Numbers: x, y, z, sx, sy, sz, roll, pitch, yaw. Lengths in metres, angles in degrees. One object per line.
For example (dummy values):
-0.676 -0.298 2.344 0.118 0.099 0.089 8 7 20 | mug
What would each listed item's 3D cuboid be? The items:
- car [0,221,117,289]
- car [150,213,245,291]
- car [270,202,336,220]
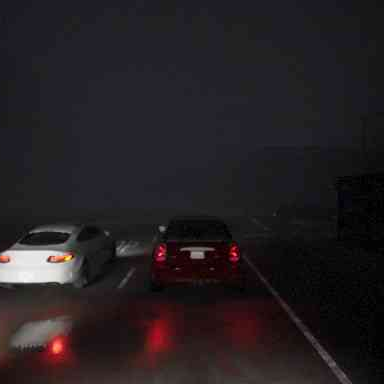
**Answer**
-3.363 1.526 9.038 1.812 1.442 4.674 0 0 0 | car
0.121 1.346 9.165 2.097 1.767 4.553 0 0 0 | car
8.614 1.406 25.882 4.718 1.301 1.895 -1 0 -3 | car
